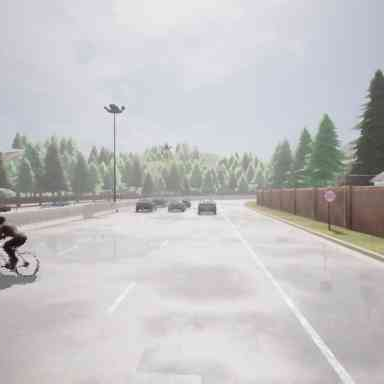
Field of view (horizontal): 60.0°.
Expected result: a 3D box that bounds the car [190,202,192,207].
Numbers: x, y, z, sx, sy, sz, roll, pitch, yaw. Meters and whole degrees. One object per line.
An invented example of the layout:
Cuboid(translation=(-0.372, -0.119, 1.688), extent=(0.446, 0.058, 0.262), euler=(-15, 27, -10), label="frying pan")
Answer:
Cuboid(translation=(-1.212, 1.526, 49.626), extent=(1.812, 1.442, 4.674), euler=(0, 0, 4), label="car")

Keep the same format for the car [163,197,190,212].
Cuboid(translation=(-1.741, 1.547, 39.113), extent=(2.033, 1.411, 5.357), euler=(0, 0, 3), label="car")

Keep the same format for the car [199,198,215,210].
Cuboid(translation=(2.039, 1.547, 44.843), extent=(2.033, 1.411, 5.357), euler=(0, 0, 3), label="car")

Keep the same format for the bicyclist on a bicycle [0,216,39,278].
Cuboid(translation=(-4.813, 1.455, 8.685), extent=(1.656, 1.620, 0.582), euler=(-2, 0, 3), label="bicyclist on a bicycle")

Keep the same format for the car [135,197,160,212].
Cuboid(translation=(-5.271, 1.505, 38.576), extent=(1.837, 1.490, 4.892), euler=(0, 0, 3), label="car")

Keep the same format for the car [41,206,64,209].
Cuboid(translation=(-12.757, 1.564, 31.091), extent=(1.994, 1.385, 4.181), euler=(0, 0, 3), label="car")

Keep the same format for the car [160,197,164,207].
Cuboid(translation=(-4.768, 1.505, 48.989), extent=(1.837, 1.490, 4.892), euler=(0, 0, 4), label="car")

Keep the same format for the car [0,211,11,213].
Cuboid(translation=(-16.412, 1.479, 26.292), extent=(1.882, 1.535, 5.008), euler=(0, 0, 3), label="car")

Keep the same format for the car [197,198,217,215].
Cuboid(translation=(1.575, 1.491, 34.494), extent=(2.128, 1.511, 4.902), euler=(0, 0, 3), label="car")
